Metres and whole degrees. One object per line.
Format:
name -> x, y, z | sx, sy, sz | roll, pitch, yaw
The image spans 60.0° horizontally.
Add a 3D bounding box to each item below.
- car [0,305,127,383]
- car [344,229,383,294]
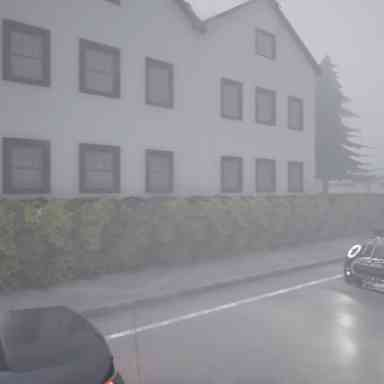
car -> -3.045, 1.551, 1.809 | 5.357, 1.411, 2.033 | 0, 0, -35
car -> 5.665, 1.335, 7.960 | 4.553, 1.767, 2.097 | 0, 0, -35
